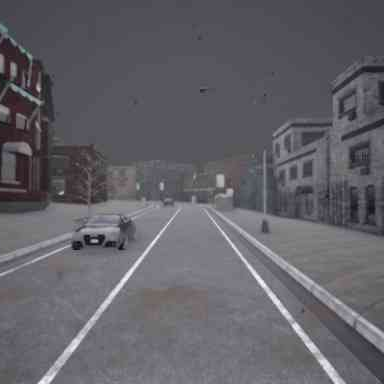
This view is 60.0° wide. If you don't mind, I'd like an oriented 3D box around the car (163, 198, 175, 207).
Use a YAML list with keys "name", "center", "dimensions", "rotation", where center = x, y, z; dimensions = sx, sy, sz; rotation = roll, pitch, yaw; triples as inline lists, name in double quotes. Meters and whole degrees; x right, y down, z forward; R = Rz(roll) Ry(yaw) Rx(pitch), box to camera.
- name: "car"
  center: [-3.921, 1.741, 55.849]
  dimensions: [2.033, 1.411, 5.357]
  rotation: [0, 0, -3]

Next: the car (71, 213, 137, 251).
- name: "car"
  center: [-3.596, 1.615, 14.226]
  dimensions: [1.994, 1.385, 4.181]
  rotation: [0, 0, 0]
